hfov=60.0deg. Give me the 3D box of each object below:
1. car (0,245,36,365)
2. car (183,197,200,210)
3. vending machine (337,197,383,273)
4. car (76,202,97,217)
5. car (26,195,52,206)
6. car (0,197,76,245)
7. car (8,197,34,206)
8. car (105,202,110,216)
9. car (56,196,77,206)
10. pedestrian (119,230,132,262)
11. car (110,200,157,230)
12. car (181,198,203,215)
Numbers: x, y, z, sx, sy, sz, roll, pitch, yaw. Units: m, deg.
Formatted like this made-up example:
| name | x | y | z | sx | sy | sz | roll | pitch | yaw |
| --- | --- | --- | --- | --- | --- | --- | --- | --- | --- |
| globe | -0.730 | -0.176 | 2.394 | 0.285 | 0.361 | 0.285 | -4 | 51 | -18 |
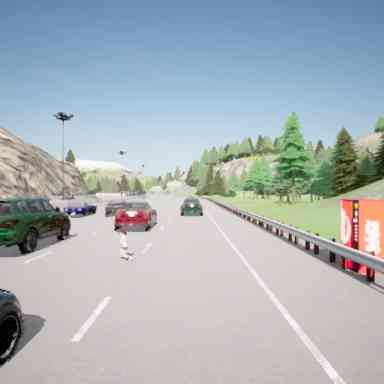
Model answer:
| name | x | y | z | sx | sy | sz | roll | pitch | yaw |
| --- | --- | --- | --- | --- | --- | --- | --- | --- | --- |
| car | -3.412 | 1.564 | 3.138 | 1.994 | 1.385 | 4.181 | 0 | 0 | 0 |
| car | -0.097 | 1.492 | 44.446 | 2.128 | 1.511 | 4.902 | 0 | 0 | 0 |
| vending machine | 4.964 | 1.195 | 9.694 | 1.100 | 2.100 | 0.880 | 0 | 0 | 0 |
| car | -10.518 | 1.600 | 31.651 | 1.895 | 1.301 | 4.718 | 0 | 0 | 0 |
| car | -24.783 | 1.352 | 53.985 | 2.097 | 1.767 | 4.553 | 0 | 0 | 0 |
| car | -6.950 | 1.221 | 13.713 | 2.150 | 2.045 | 5.566 | 0 | 0 | 0 |
| car | -28.272 | 1.601 | 55.258 | 1.895 | 1.301 | 4.718 | 0 | 0 | 0 |
| car | -7.020 | 1.491 | 32.058 | 2.128 | 1.511 | 4.902 | 0 | 0 | 0 |
| car | -21.289 | 1.505 | 56.595 | 1.837 | 1.490 | 4.892 | 0 | 0 | 0 |
| pedestrian | -2.187 | 1.674 | 10.716 | 0.500 | 1.100 | 0.500 | 0 | 0 | 0 |
| car | -3.479 | 1.352 | 21.244 | 2.097 | 1.767 | 4.553 | 0 | 0 | 0 |
| car | -0.034 | 1.352 | 33.320 | 2.097 | 1.767 | 4.553 | 0 | 0 | 0 |
